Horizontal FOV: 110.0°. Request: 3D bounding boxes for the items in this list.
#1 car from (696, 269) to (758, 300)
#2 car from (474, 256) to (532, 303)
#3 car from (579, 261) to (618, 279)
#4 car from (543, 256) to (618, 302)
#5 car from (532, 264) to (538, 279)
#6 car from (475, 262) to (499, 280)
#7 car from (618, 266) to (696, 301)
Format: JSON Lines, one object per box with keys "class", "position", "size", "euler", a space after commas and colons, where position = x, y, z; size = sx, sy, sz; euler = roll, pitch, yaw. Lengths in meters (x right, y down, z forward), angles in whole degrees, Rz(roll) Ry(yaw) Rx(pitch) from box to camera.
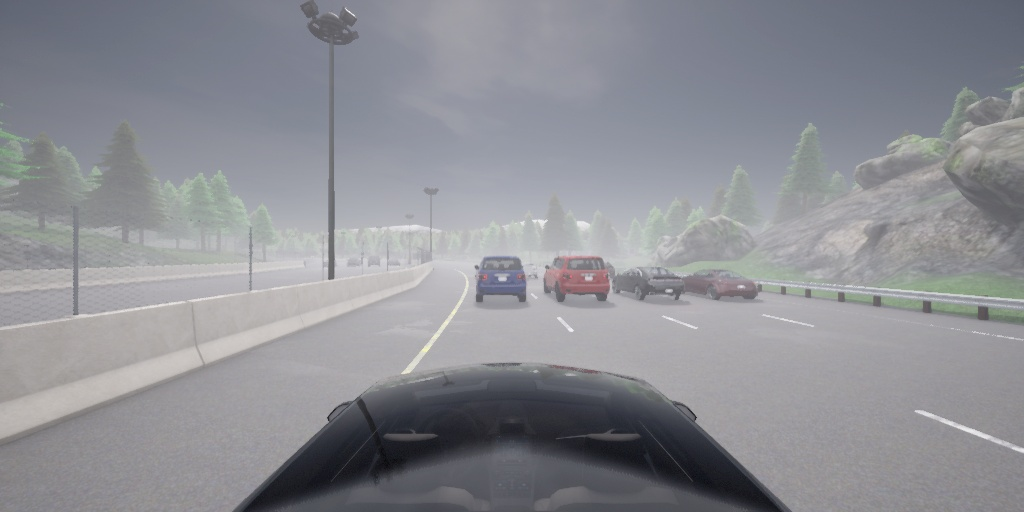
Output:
{"class": "car", "position": [9.888, 1.322, 17.701], "size": [1.994, 1.385, 4.181], "euler": [0, 0, -4]}
{"class": "car", "position": [-0.585, 1.008, 16.938], "size": [2.150, 2.045, 5.566], "euler": [0, 0, -4]}
{"class": "car", "position": [8.059, 1.266, 33.781], "size": [1.837, 1.490, 4.892], "euler": [0, 0, -9]}
{"class": "car", "position": [2.905, 1.008, 17.202], "size": [2.150, 2.045, 5.566], "euler": [0, 0, -4]}
{"class": "car", "position": [1.138, 1.283, 32.728], "size": [1.812, 1.442, 4.674], "euler": [0, 0, -9]}
{"class": "car", "position": [-2.322, 1.283, 32.202], "size": [1.812, 1.442, 4.674], "euler": [0, 0, -9]}
{"class": "car", "position": [6.398, 1.245, 17.437], "size": [2.128, 1.511, 4.902], "euler": [0, 0, -4]}
